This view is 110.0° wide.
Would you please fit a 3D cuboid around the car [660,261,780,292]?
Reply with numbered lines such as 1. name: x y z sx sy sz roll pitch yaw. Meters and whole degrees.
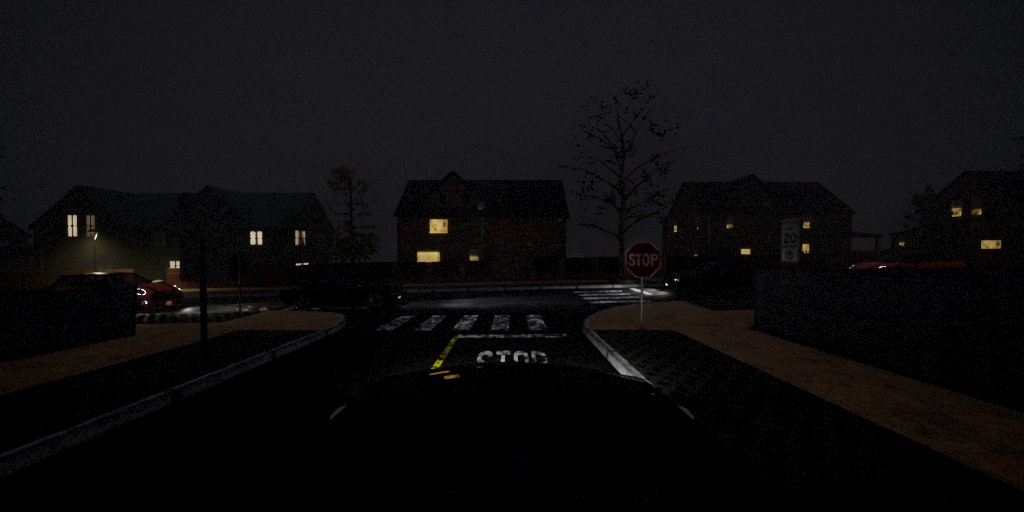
1. car: 10.446 0.979 18.132 5.357 1.411 2.033 -1 1 -1

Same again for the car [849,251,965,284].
1. car: 19.815 0.563 18.162 4.553 1.767 2.097 -1 1 0

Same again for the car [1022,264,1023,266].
1. car: 28.971 0.500 18.165 4.892 1.490 1.837 -1 1 0

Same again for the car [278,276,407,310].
1. car: -6.988 1.486 15.203 4.718 1.301 1.895 -1 1 0

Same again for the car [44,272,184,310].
1. car: -16.800 1.471 15.194 4.553 1.767 2.097 -1 1 0
